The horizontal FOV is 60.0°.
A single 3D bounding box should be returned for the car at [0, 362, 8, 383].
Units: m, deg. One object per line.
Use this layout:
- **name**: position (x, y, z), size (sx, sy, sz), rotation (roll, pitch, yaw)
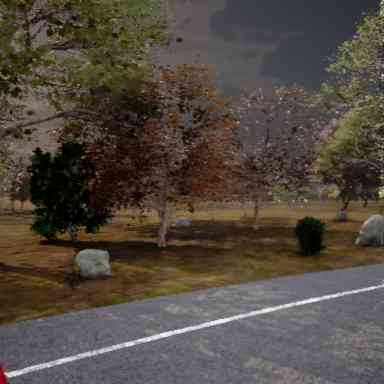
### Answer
- **car**: position (-3.654, 1.184, 0.885), size (5.566, 2.045, 2.150), rotation (0, 0, -36)
